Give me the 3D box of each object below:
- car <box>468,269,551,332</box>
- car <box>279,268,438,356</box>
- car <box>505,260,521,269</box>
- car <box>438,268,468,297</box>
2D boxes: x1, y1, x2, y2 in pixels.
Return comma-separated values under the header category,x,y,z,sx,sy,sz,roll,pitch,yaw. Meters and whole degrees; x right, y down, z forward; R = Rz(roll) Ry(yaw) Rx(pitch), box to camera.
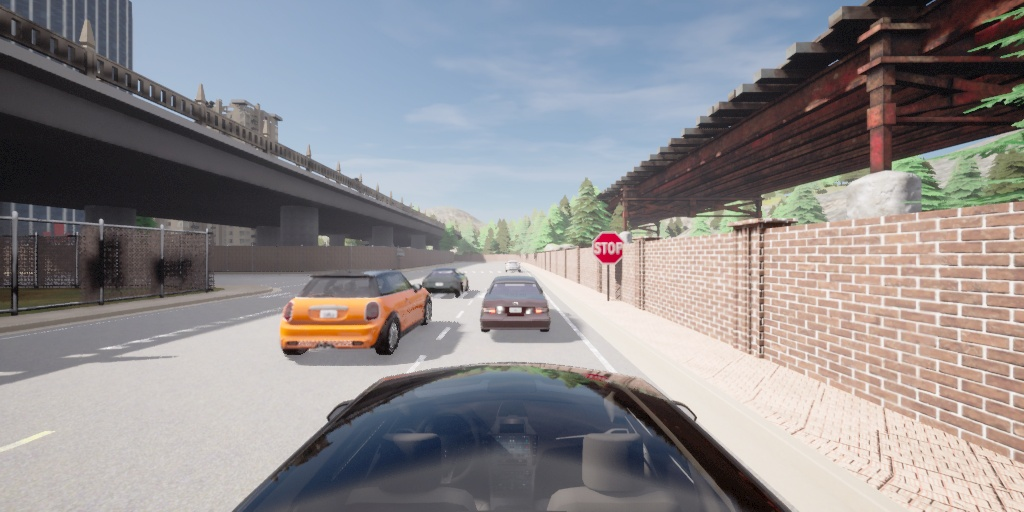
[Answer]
category,x,y,z,sx,sy,sz,roll,pitch,yaw
car,0.081,1.297,10.801,2.033,1.411,5.357,0,0,0
car,-3.417,1.102,8.797,2.097,1.767,4.553,0,0,0
car,0.109,1.276,45.171,1.812,1.442,4.674,0,0,-1
car,-3.468,1.314,19.030,1.994,1.385,4.181,0,0,0
